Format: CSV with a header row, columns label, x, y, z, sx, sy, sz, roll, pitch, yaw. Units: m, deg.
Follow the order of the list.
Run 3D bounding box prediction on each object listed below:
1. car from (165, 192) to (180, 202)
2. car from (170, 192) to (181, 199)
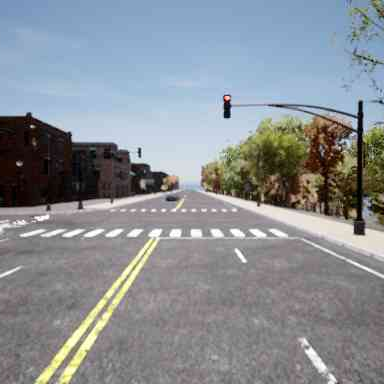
label,x,y,z,sx,sy,sz,roll,pitch,yaw
car,-3.375,0.964,56.311,1.994,1.385,4.181,0,1,0
car,-3.431,0.765,70.901,2.033,1.411,5.357,0,1,0
